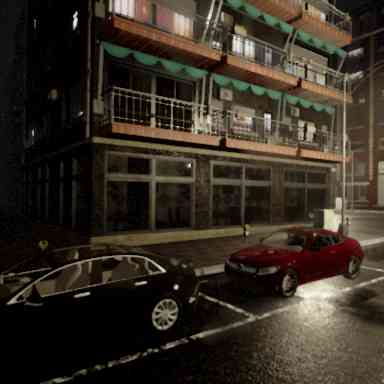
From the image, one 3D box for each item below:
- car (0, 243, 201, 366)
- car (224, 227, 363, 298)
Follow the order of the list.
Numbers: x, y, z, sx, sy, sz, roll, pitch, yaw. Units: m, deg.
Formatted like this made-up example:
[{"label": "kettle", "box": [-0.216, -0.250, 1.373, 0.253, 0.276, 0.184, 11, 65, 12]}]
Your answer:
[{"label": "car", "box": [-1.900, 1.549, 5.147, 4.403, 1.369, 2.008, 0, 1, -36]}, {"label": "car", "box": [2.726, 1.574, 8.452, 4.206, 1.307, 1.802, 0, 1, -36]}]
